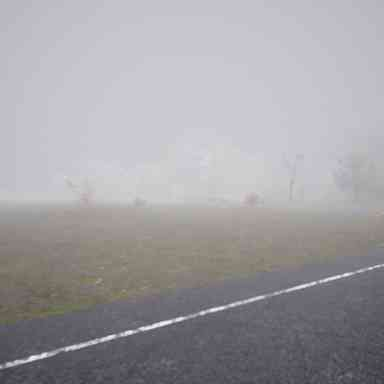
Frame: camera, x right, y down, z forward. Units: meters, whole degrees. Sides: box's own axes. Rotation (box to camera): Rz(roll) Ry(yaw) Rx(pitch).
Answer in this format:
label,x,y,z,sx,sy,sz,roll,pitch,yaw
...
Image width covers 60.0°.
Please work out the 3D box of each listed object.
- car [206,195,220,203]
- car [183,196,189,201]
label,x,y,z,sx,sy,sz,roll,pitch,yaw
car,4.188,1.354,66.008,2.128,1.511,4.902,0,0,-33
car,-0.161,1.213,72.430,1.882,1.535,5.008,0,0,-34
